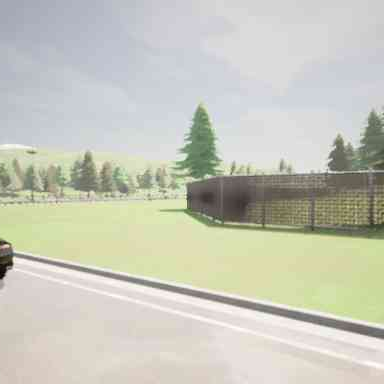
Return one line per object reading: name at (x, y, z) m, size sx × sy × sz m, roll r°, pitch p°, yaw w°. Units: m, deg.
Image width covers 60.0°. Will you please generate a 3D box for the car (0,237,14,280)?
car at (-6.557, 1.499, 8.670) m, size 4.902 × 1.511 × 2.128 m, roll 0°, pitch 0°, yaw 36°
